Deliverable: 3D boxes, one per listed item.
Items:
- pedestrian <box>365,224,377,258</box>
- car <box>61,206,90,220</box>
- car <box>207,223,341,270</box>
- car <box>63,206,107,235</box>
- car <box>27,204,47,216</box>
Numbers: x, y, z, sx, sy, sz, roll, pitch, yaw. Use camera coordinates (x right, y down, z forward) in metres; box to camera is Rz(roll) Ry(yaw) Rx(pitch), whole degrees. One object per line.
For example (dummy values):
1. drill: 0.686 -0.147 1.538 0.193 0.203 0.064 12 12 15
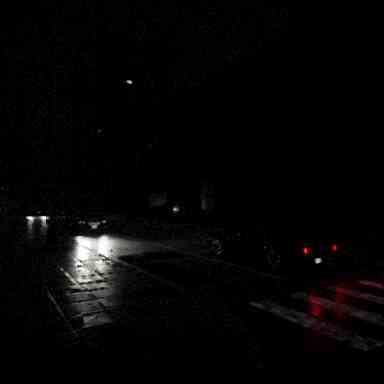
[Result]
1. pedestrian: 6.105 1.680 11.308 0.500 1.100 0.500 1 0 -32
2. car: -12.630 2.210 35.922 1.895 1.301 4.718 1 -2 -32
3. car: 2.510 1.733 11.572 1.895 1.301 4.718 1 -1 -32
4. car: -6.859 1.762 21.063 2.128 1.511 4.902 1 -2 -32
5. car: -19.377 2.223 41.365 1.837 1.490 4.892 1 -2 -32
